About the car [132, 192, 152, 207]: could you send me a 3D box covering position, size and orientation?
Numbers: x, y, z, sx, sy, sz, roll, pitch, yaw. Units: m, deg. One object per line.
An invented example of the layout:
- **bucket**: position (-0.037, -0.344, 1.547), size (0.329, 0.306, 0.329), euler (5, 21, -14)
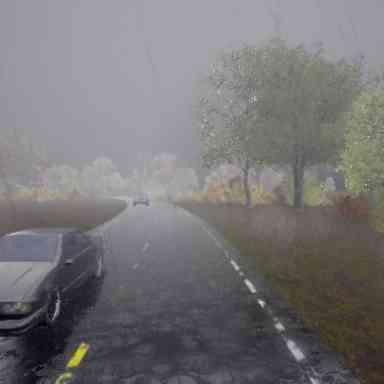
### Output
- **car**: position (-7.275, 1.012, 47.491), size (2.150, 2.045, 5.566), euler (0, 0, -10)

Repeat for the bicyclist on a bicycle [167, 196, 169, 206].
- **bicyclist on a bicycle**: position (-3.145, 1.241, 46.550), size (0.582, 1.620, 1.656), euler (-1, 0, -10)

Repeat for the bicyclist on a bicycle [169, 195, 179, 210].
- **bicyclist on a bicycle**: position (-1.869, 1.265, 38.124), size (0.866, 1.612, 1.509), euler (0, 0, -8)

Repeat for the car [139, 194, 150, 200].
- **car**: position (-11.197, 1.227, 78.566), size (1.895, 1.301, 4.718), euler (0, 0, -16)

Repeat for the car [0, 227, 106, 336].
- **car**: position (-3.246, 1.520, 7.161), size (2.033, 1.411, 5.357), euler (0, 0, -2)

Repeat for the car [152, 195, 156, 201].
- **car**: position (-8.607, 1.281, 68.896), size (1.895, 1.301, 4.718), euler (0, 0, -14)
